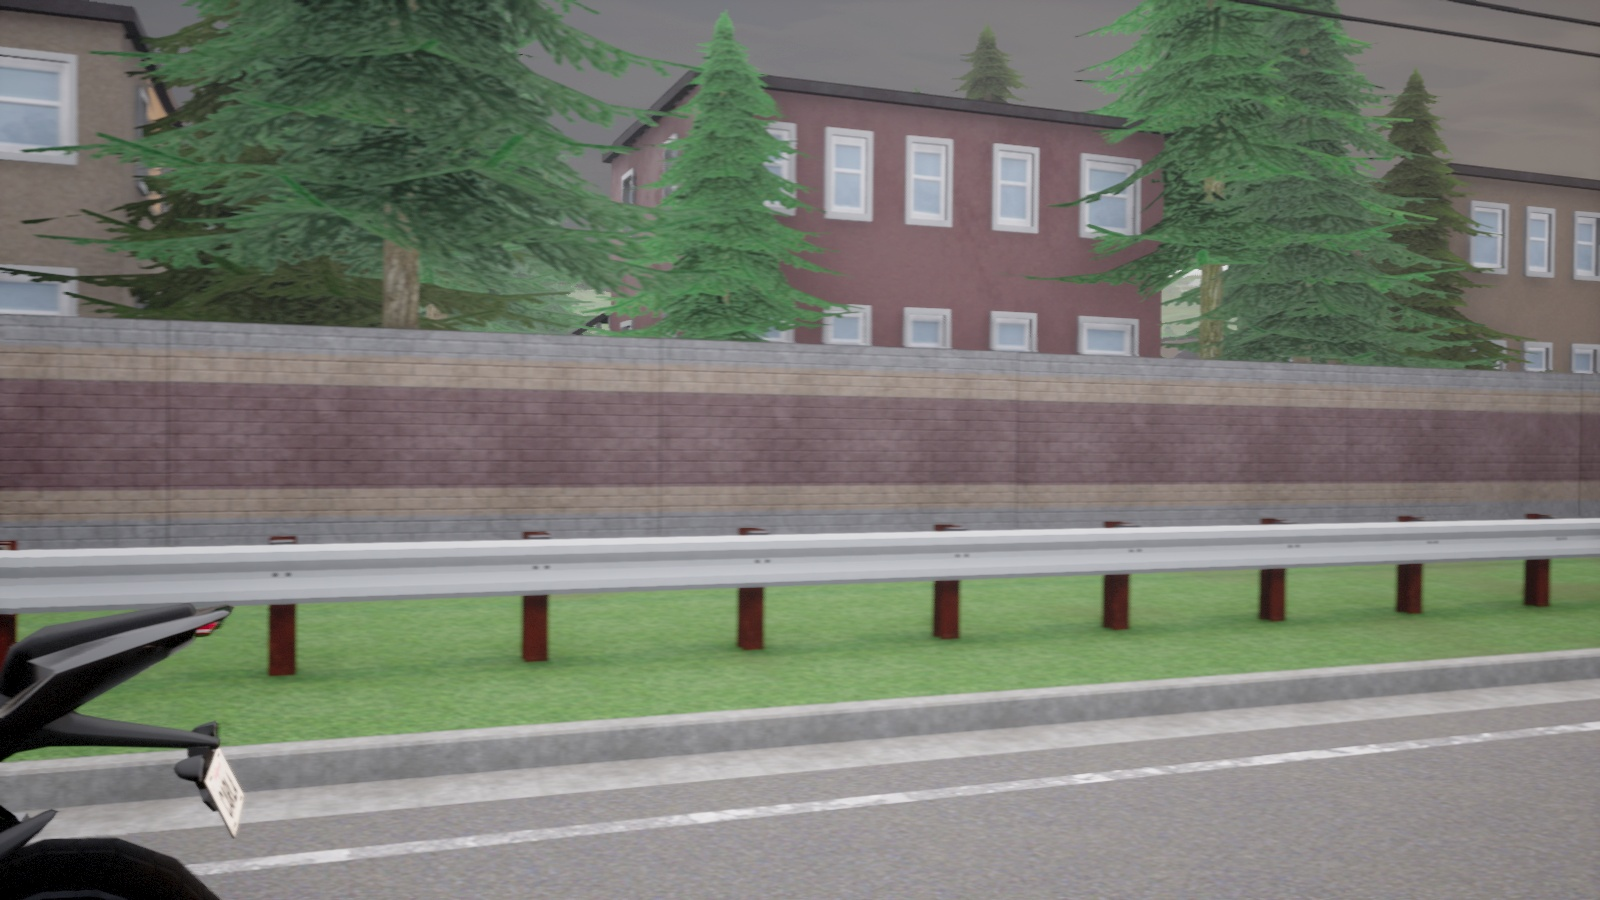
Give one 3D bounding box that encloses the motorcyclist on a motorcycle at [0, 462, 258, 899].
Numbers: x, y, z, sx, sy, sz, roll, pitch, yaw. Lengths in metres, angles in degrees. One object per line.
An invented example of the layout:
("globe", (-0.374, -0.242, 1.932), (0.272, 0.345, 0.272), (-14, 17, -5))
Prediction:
("motorcyclist on a motorcycle", (-2.248, 0.818, 2.386), (2.191, 1.530, 0.866), (-1, 1, -21))
